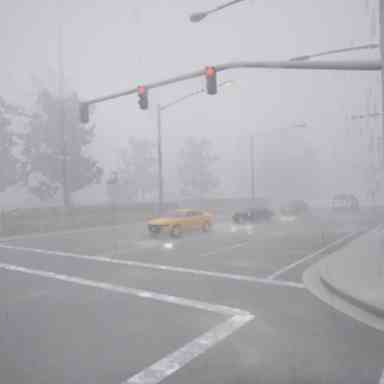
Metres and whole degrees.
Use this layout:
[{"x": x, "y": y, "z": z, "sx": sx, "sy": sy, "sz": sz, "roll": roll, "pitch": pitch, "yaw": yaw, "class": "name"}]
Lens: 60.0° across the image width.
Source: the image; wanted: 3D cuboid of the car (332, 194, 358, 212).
[{"x": 18.623, "y": 1.302, "z": 40.354, "sx": 2.150, "sy": 2.045, "sz": 5.566, "roll": -2, "pitch": -1, "yaw": 35, "class": "car"}]

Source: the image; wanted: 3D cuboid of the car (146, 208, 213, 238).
[{"x": -0.651, "y": 1.780, "z": 20.283, "sx": 1.882, "sy": 1.535, "sz": 5.008, "roll": -2, "pitch": -1, "yaw": 36, "class": "car"}]

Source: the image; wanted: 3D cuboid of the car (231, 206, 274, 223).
[{"x": 5.177, "y": 1.862, "z": 28.225, "sx": 1.895, "sy": 1.301, "sz": 4.718, "roll": -2, "pitch": -1, "yaw": 36, "class": "car"}]

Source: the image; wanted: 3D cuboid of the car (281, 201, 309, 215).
[{"x": 11.335, "y": 1.708, "z": 36.591, "sx": 2.128, "sy": 1.511, "sz": 4.902, "roll": -2, "pitch": -1, "yaw": 37, "class": "car"}]
